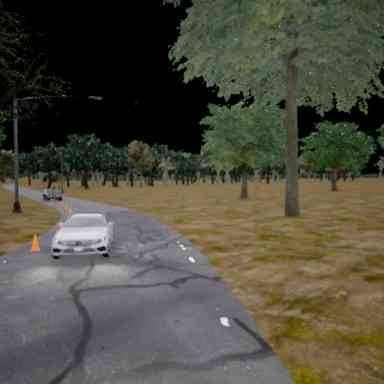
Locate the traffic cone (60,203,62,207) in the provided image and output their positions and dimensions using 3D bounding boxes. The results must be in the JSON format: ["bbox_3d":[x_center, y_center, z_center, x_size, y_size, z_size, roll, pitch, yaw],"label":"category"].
[{"bbox_3d":[-15.793,1.532,40.151,0.340,0.580,0.340,-1,2,-29],"label":"traffic cone"}]

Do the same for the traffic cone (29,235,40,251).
[{"bbox_3d":[-6.079,1.960,12.894,0.340,0.580,0.340,0,0,-10],"label":"traffic cone"}]

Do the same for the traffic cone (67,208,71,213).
[{"bbox_3d":[-9.777,1.816,26.938,0.340,0.580,0.340,-1,1,-20],"label":"traffic cone"}]

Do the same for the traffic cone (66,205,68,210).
[{"bbox_3d":[-11.532,1.736,31.454,0.340,0.580,0.340,-1,1,-23],"label":"traffic cone"}]

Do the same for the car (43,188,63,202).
[{"bbox_3d":[-22.546,0.456,53.411,2.150,2.045,5.566,-1,2,-32],"label":"car"}]

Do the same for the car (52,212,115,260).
[{"bbox_3d":[-3.985,1.521,12.768,1.812,1.442,4.674,0,0,-10],"label":"car"}]

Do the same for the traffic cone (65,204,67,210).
[{"bbox_3d":[-13.540,1.641,35.863,0.340,0.580,0.340,-1,2,-26],"label":"traffic cone"}]
